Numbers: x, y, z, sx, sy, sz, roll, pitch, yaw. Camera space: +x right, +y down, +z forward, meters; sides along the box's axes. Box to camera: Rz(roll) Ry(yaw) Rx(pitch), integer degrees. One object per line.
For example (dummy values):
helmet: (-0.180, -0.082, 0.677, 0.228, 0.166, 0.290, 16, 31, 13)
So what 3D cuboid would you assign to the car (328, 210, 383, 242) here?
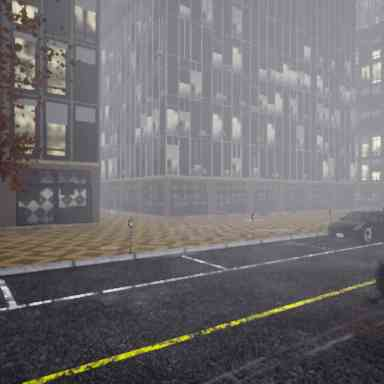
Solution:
car: (8.390, 1.554, 16.056, 4.313, 1.339, 1.947, 0, 0, -35)

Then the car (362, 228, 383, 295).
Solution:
car: (5.898, 1.559, 7.311, 4.181, 1.385, 1.994, 0, 0, -35)
